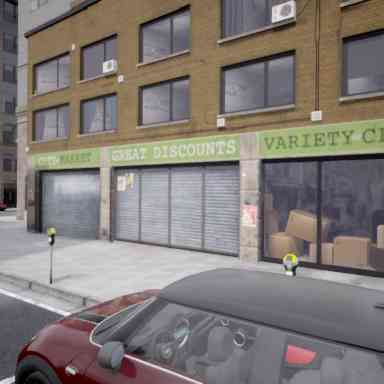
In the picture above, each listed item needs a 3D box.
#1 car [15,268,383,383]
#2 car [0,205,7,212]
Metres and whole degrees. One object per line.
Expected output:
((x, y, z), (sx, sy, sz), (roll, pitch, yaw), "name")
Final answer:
((0.224, 1.440, 2.905), (4.097, 1.590, 1.967), (0, 1, 35), "car")
((-19.434, 1.456, 29.813), (1.895, 1.301, 4.718), (1, 1, 34), "car")
